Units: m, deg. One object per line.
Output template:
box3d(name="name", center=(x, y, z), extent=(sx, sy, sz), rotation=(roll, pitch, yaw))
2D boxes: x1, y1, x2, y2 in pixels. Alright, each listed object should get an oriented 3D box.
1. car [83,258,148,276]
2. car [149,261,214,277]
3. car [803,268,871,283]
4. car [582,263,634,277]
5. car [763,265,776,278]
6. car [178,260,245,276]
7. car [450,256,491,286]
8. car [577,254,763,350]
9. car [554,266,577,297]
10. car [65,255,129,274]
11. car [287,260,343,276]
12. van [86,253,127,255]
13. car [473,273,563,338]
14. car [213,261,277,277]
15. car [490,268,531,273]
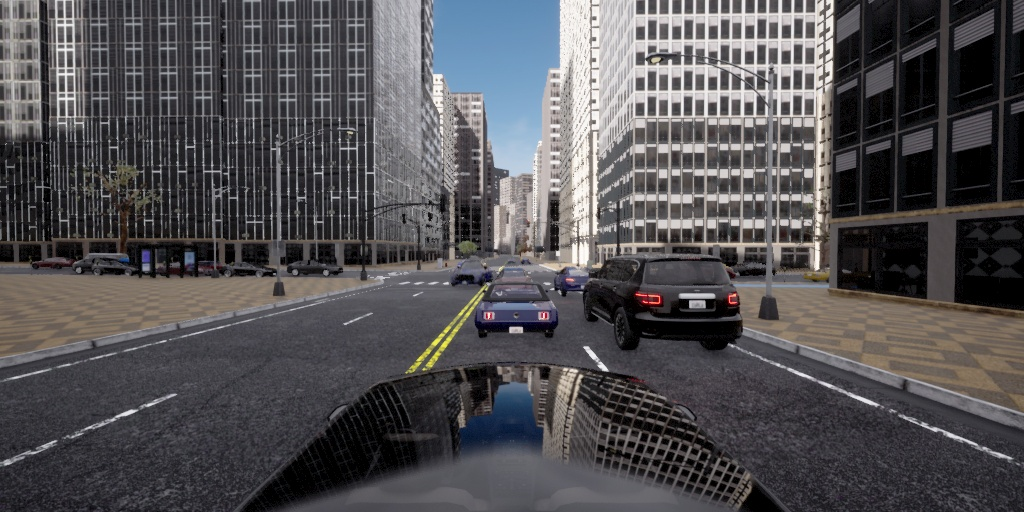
box3d(name="car", center=(-34.126, 1.068, 31.410), extent=(4.313, 1.339, 1.948), rotation=(0, 0, 1))
box3d(name="car", center=(-28.445, 1.137, 31.243), extent=(4.207, 1.307, 1.802), rotation=(0, 0, 1))
box3d(name="car", center=(27.613, 1.577, 30.440), extent=(4.829, 1.417, 1.751), rotation=(0, 0, 1))
box3d(name="car", center=(9.676, 1.406, 36.328), extent=(4.718, 1.301, 1.895), rotation=(0, 1, -2))
box3d(name="car", center=(23.784, 1.403, 36.278), extent=(5.008, 1.535, 1.882), rotation=(0, 1, 1))
box3d(name="car", center=(-28.351, 1.112, 33.931), extent=(4.718, 1.301, 1.895), rotation=(1, 1, 1))
box3d(name="car", center=(-2.691, 1.095, 24.578), extent=(2.097, 1.767, 4.553), rotation=(0, 0, 7))
box3d(name="car", center=(3.343, 0.968, 9.175), extent=(2.150, 2.045, 5.566), rotation=(0, 0, 0))
box3d(name="car", center=(3.333, 1.266, 18.867), extent=(1.812, 1.442, 4.674), rotation=(0, 0, 0))
box3d(name="car", center=(-38.789, 0.921, 34.139), extent=(4.892, 1.490, 1.837), rotation=(1, 1, 1))
box3d(name="car", center=(-18.470, 1.106, 33.738), extent=(4.892, 1.490, 1.837), rotation=(1, 1, 1))
box3d(name="van", center=(-45.325, 0.603, 40.060), extent=(3.998, 1.789, 1.690), rotation=(0, 0, 1))
box3d(name="car", center=(0.093, 1.347, 10.137), extent=(1.895, 1.301, 4.718), rotation=(0, 0, 0))
box3d(name="car", center=(-22.761, 1.172, 31.115), extent=(4.313, 1.339, 1.948), rotation=(0, 0, 1))
box3d(name="car", center=(0.085, 1.304, 18.874), extent=(1.994, 1.385, 4.181), rotation=(0, 0, 0))
